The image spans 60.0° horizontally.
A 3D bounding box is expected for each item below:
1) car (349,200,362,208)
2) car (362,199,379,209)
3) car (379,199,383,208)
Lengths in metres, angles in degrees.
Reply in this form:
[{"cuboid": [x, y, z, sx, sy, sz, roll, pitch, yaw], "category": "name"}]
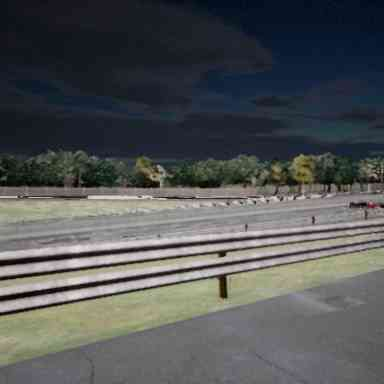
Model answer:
[{"cuboid": [32.358, 2.237, 63.791, 5.008, 1.535, 1.882, -3, 2, -28], "category": "car"}, {"cuboid": [33.963, 2.098, 60.679, 4.553, 1.767, 2.097, -3, 2, -28], "category": "car"}, {"cuboid": [35.673, 1.959, 57.624, 5.566, 2.045, 2.150, -3, 2, -28], "category": "car"}]
